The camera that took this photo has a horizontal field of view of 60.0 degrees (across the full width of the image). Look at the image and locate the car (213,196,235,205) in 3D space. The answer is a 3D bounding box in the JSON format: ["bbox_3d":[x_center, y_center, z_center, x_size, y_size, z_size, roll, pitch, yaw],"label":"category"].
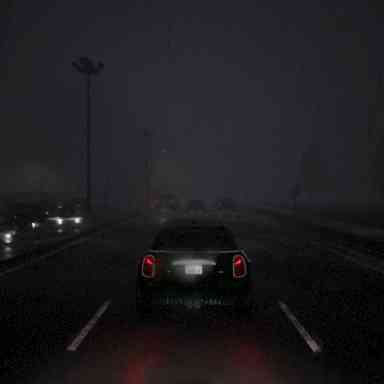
[{"bbox_3d":[4.006,1.344,40.178,2.097,1.767,4.553,0,0,1],"label":"car"}]

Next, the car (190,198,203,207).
[{"bbox_3d":[0.629,1.591,50.548,1.895,1.301,4.718,0,0,1],"label":"car"}]

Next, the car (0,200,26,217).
[{"bbox_3d":[-18.116,1.519,32.114,1.812,1.442,4.674,0,0,1],"label":"car"}]

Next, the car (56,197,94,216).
[{"bbox_3d":[-11.116,1.345,32.051,2.097,1.767,4.553,0,0,1],"label":"car"}]

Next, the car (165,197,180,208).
[{"bbox_3d":[-2.883,1.554,50.185,1.994,1.385,4.181,0,0,1],"label":"car"}]

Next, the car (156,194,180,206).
[{"bbox_3d":[-3.011,1.214,39.594,2.150,2.045,5.566,0,0,1],"label":"car"}]

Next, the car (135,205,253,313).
[{"bbox_3d":[0.060,1.351,7.811,2.097,1.767,4.553,0,0,1],"label":"car"}]

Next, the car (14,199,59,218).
[{"bbox_3d":[-14.622,1.471,31.625,1.882,1.535,5.008,0,0,1],"label":"car"}]

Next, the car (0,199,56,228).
[{"bbox_3d":[-11.252,1.487,21.915,2.128,1.511,4.902,0,0,1],"label":"car"}]

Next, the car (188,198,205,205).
[{"bbox_3d":[0.506,1.483,40.206,2.128,1.511,4.902,0,0,1],"label":"car"}]
